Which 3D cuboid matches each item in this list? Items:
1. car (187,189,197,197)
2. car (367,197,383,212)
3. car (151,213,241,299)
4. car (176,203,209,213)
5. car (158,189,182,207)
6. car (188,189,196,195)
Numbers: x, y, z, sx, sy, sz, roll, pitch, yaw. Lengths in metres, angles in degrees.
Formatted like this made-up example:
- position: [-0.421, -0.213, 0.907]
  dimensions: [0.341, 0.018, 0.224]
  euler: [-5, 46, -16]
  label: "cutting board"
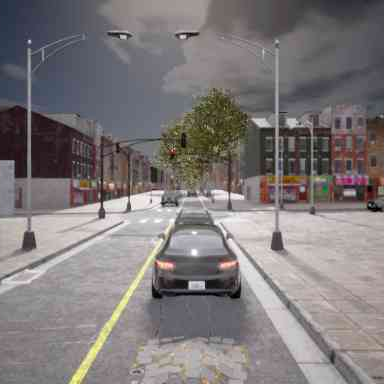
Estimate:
- position: [0.004, 0.165, 73.234]
  dimensions: [2.097, 1.767, 4.553]
  euler: [0, 1, 0]
  label: "car"
- position: [17.204, 1.088, 28.305]
  dimensions: [4.313, 1.339, 1.947]
  euler: [-1, 1, 0]
  label: "car"
- position: [0.095, 1.494, 8.272]
  dimensions: [1.812, 1.442, 4.674]
  euler: [0, 0, 0]
  label: "car"
- position: [0.096, 1.487, 17.341]
  dimensions: [1.895, 1.301, 4.718]
  euler: [0, 1, 0]
  label: "car"
- position: [-2.832, 0.789, 43.616]
  dimensions: [2.150, 2.045, 5.566]
  euler: [0, 1, 0]
  label: "car"
- position: [0.005, -0.055, 83.305]
  dimensions: [1.994, 1.385, 4.181]
  euler: [0, 1, 0]
  label: "car"
